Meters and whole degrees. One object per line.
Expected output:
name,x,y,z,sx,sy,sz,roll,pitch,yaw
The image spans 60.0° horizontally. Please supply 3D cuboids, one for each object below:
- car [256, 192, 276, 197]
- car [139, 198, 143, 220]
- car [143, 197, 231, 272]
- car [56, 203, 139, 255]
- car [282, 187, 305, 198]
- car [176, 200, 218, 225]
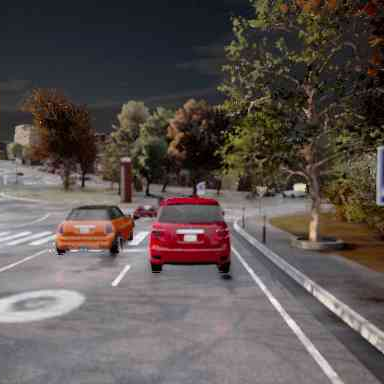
car,15.004,0.278,68.278,2.033,1.411,5.357,-1,2,-24
car,-2.670,1.116,25.062,2.097,1.767,4.553,0,1,12
car,-0.066,1.166,10.706,2.150,2.045,5.566,0,1,-1
car,-3.595,1.273,13.185,2.097,1.767,4.553,0,1,-1
car,19.650,0.111,64.681,2.150,2.045,5.566,0,2,-15
car,0.490,1.343,23.644,2.033,1.411,5.357,0,1,11
